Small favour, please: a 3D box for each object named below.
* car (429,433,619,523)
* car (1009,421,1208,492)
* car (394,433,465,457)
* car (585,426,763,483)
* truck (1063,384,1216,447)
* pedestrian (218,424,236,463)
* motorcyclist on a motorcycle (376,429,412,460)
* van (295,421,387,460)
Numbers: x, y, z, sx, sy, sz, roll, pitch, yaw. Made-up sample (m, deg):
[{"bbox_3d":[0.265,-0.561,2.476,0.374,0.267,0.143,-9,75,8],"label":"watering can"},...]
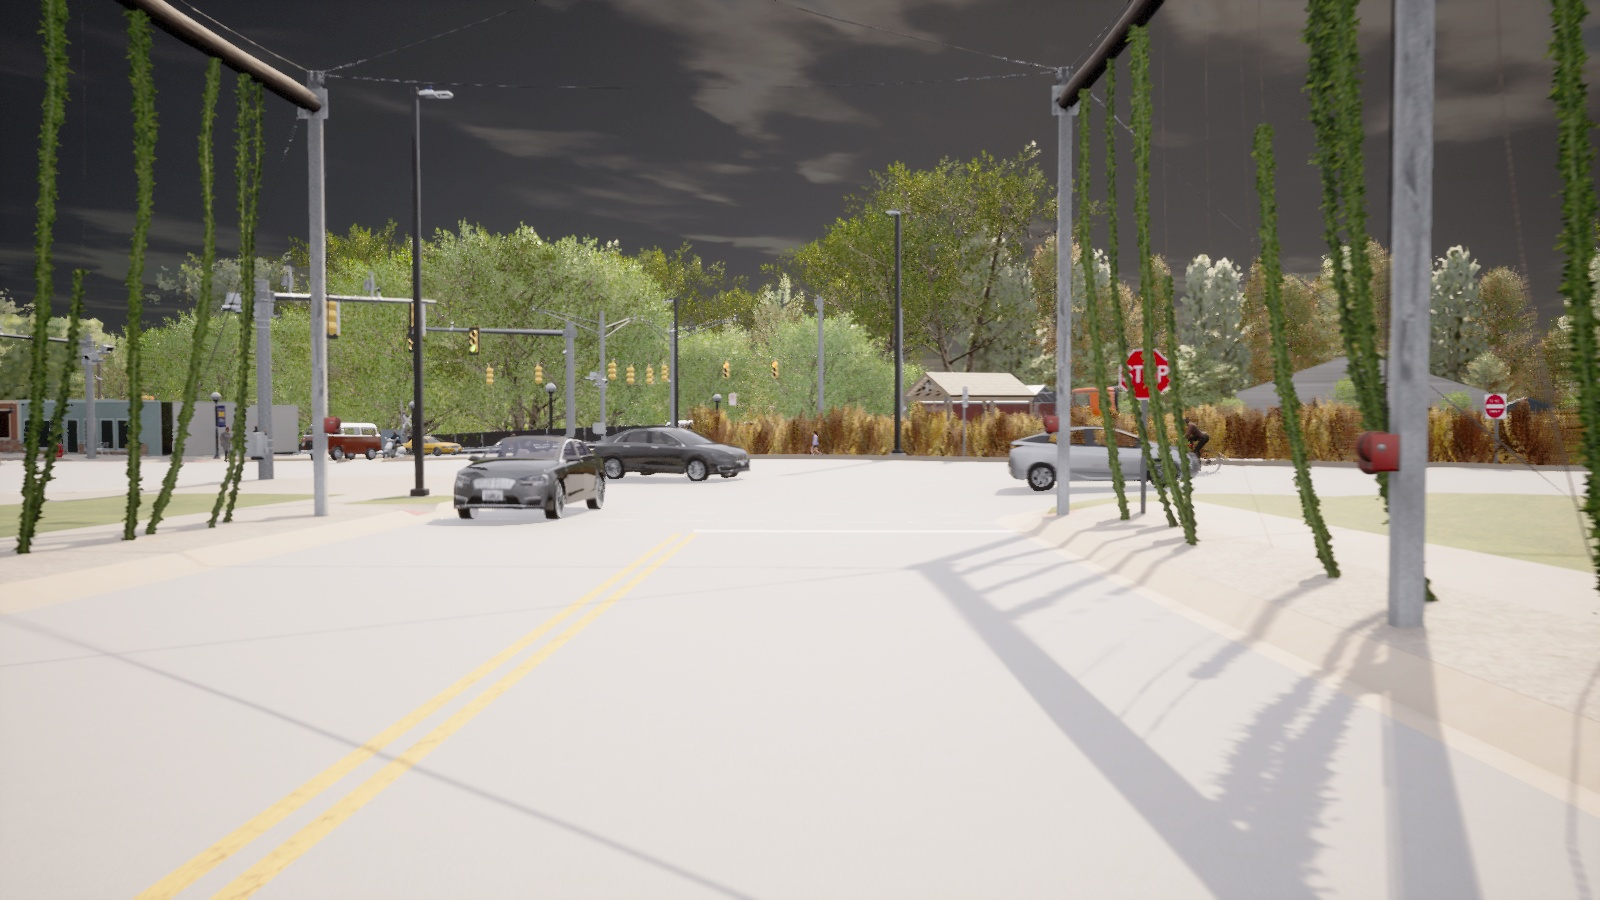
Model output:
[{"bbox_3d":[-5.032,0.435,23.727,2.128,1.511,4.902,0,1,5],"label":"car"},{"bbox_3d":[7.444,0.143,30.435,4.514,1.525,2.007,-2,1,15],"label":"car"},{"bbox_3d":[-27.371,-0.374,92.620,5.366,1.575,1.801,-1,2,31],"label":"car"},{"bbox_3d":[-3.659,0.095,36.282,4.892,1.490,1.837,1,3,28],"label":"car"},{"bbox_3d":[19.442,-1.955,72.072,7.936,3.462,2.891,1,2,33],"label":"truck"},{"bbox_3d":[-29.537,-0.347,64.729,0.659,1.952,0.873,-2,3,-39],"label":"pedestrian"},{"bbox_3d":[-21.218,-0.275,65.660,0.866,1.590,1.817,0,0,21],"label":"motorcyclist on a motorcycle"},{"bbox_3d":[-24.596,-0.483,67.486,2.069,2.038,4.480,-1,0,25],"label":"van"}]
